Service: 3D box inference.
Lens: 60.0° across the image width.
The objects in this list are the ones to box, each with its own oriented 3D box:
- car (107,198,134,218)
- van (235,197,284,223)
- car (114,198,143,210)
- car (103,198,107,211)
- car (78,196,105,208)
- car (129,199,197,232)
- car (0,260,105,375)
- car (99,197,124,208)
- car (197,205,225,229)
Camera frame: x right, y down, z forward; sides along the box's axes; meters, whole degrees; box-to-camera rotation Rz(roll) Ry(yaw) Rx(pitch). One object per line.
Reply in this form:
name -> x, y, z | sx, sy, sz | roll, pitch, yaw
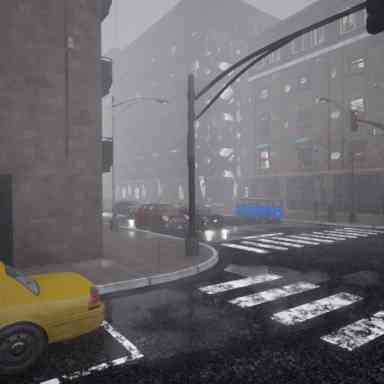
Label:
car -> -5.604, 1.493, 29.650 | 1.812, 1.442, 4.674 | -1, 0, -36
van -> 4.967, 1.280, 24.917 | 1.690, 1.788, 3.998 | 0, 0, -36
car -> -8.308, 1.463, 43.265 | 1.887, 1.381, 4.507 | -1, 0, -36
car -> -11.544, 1.452, 37.874 | 2.128, 1.511, 4.902 | -1, 0, -36
car -> -14.270, 1.429, 46.997 | 2.128, 1.511, 4.902 | -1, 0, -36
car -> -1.834, 1.440, 20.021 | 1.967, 1.590, 4.097 | 0, 0, -36
car -> -3.566, 1.525, 4.024 | 4.829, 1.417, 1.752 | 0, 0, -35
car -> -11.626, 1.463, 47.852 | 1.887, 1.381, 4.507 | -1, 0, -36
car -> 0.231, 1.545, 21.584 | 1.994, 1.385, 4.181 | -1, 0, -36
